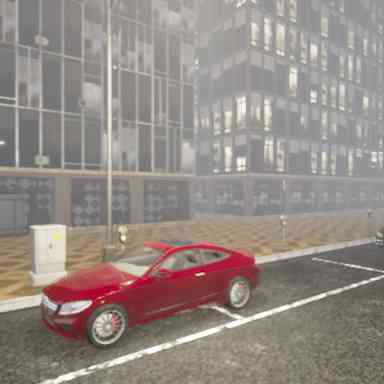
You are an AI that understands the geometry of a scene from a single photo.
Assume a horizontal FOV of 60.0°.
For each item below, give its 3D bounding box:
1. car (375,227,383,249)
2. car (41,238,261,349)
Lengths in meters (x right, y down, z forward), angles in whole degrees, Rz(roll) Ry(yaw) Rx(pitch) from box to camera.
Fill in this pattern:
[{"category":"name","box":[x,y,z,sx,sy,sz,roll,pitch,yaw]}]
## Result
[{"category":"car","box":[8.759,1.463,12.798,4.403,1.369,2.008,0,1,-35]},{"category":"car","box":[-0.512,1.564,6.189,4.206,1.307,1.802,0,1,-35]}]
